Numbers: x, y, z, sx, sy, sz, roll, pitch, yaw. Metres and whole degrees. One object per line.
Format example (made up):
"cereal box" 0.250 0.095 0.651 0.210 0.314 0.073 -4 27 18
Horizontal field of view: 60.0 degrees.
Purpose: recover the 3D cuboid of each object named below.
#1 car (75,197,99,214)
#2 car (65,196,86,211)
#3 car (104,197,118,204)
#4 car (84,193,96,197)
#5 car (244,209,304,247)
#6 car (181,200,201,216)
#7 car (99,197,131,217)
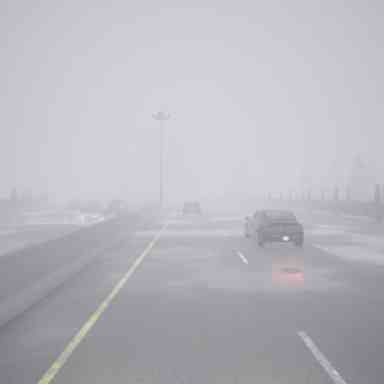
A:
"car" -10.962 1.640 36.908 2.033 1.411 5.357 0 0 -4
"car" -15.347 1.636 43.803 1.837 1.490 4.892 0 -1 -10
"car" -17.853 1.816 73.249 1.895 1.301 4.718 0 0 -27
"car" -23.298 1.194 75.782 2.150 2.045 5.566 0 0 -31
"car" 3.599 1.529 15.189 1.837 1.490 4.892 0 0 0
"car" -0.111 1.570 34.027 2.128 1.511 4.902 0 0 -3
"car" -7.289 1.427 32.735 2.097 1.767 4.553 0 0 -2
